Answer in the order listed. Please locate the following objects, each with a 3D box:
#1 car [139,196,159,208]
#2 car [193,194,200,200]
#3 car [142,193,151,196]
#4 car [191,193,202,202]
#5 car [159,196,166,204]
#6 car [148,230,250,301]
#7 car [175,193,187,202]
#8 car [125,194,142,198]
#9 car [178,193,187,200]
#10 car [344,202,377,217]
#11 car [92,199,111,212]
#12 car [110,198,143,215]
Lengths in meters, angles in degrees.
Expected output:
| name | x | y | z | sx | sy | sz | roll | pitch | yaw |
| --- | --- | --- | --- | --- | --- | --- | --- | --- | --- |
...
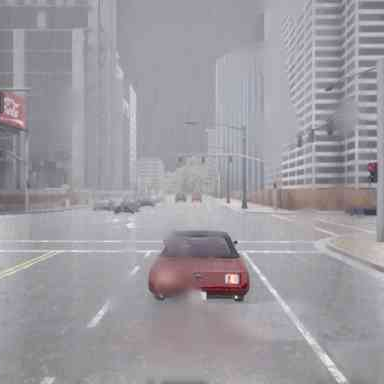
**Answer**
| name | x | y | z | sx | sy | sz | roll | pitch | yaw |
| --- | --- | --- | --- | --- | --- | --- | --- | --- | --- |
| car | -6.431 | 1.600 | 48.623 | 1.895 | 1.301 | 4.718 | 0 | 0 | 1 |
| car | 1.167 | 1.353 | 84.020 | 1.812 | 1.442 | 4.674 | 0 | 0 | 1 |
| car | -9.555 | 1.222 | 68.402 | 2.150 | 2.045 | 5.566 | 0 | 0 | 1 |
| car | 1.017 | 1.216 | 73.350 | 2.150 | 2.045 | 5.566 | 0 | 0 | 1 |
| car | -6.141 | 1.564 | 64.999 | 1.994 | 1.385 | 4.181 | 0 | 0 | 1 |
| car | 0.212 | 1.601 | 8.278 | 1.895 | 1.301 | 4.718 | 0 | 0 | 2 |
| car | -2.483 | 1.216 | 73.400 | 2.150 | 2.045 | 5.566 | 0 | 0 | 1 |
| car | -9.863 | 1.352 | 52.885 | 2.097 | 1.767 | 4.553 | 0 | 0 | 1 |
| car | -2.333 | 1.184 | 84.040 | 2.097 | 1.767 | 4.553 | 0 | 0 | 1 |
| car | 16.534 | 1.601 | 30.405 | 4.718 | 1.301 | 1.895 | 0 | 0 | 1 |
| car | -10.073 | 1.526 | 38.588 | 1.812 | 1.442 | 4.674 | 0 | 0 | 1 |
| car | -6.637 | 1.601 | 34.167 | 1.895 | 1.301 | 4.718 | 0 | 0 | 1 |
